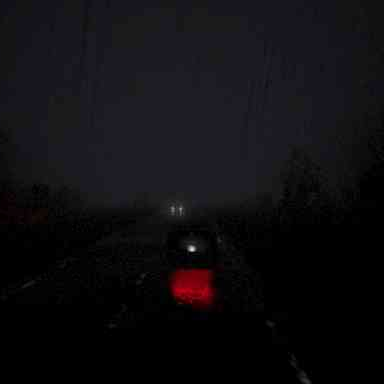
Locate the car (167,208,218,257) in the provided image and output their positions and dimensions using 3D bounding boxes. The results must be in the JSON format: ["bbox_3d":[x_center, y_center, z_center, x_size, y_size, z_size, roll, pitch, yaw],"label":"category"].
[{"bbox_3d":[0.017,1.654,13.542,1.837,1.490,4.892,0,0,0],"label":"car"}]

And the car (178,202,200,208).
[{"bbox_3d":[0.021,1.841,28.942,1.812,1.442,4.674,0,0,0],"label":"car"}]

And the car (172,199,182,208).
[{"bbox_3d":[-2.784,2.208,63.410,1.837,1.490,4.892,0,-1,1],"label":"car"}]
